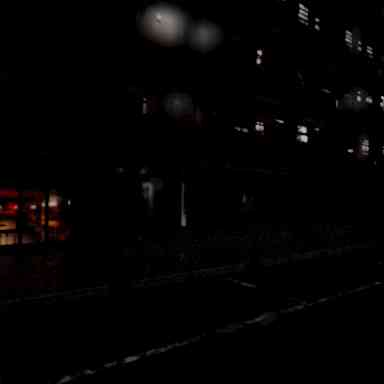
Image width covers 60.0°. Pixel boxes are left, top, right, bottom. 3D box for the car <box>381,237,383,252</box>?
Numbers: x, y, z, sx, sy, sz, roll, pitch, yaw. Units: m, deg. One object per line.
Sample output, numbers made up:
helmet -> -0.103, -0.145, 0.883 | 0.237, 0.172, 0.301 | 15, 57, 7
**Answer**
car -> 9.103, 1.725, 13.038 | 4.206, 1.307, 1.802 | 1, 0, -35
